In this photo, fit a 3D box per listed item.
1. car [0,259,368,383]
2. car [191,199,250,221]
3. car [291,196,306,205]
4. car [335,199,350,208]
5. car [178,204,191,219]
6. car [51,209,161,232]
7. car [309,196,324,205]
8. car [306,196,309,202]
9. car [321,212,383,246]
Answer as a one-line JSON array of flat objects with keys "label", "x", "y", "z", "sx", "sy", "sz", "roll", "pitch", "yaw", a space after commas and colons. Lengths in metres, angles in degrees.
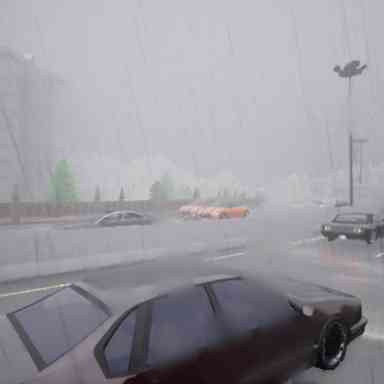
[{"label": "car", "x": -0.072, "y": 1.553, "z": 3.859, "sx": 5.357, "sy": 1.411, "sz": 2.033, "roll": 0, "pitch": 0, "yaw": -37}, {"label": "car", "x": 2.447, "y": 1.400, "z": 25.264, "sx": 2.097, "sy": 1.767, "sz": 4.553, "roll": 0, "pitch": 0, "yaw": 42}, {"label": "car", "x": 20.297, "y": 1.531, "z": 64.521, "sx": 2.097, "sy": 1.767, "sz": 4.553, "roll": -1, "pitch": 0, "yaw": 15}, {"label": "car", "x": 21.009, "y": 1.651, "z": 46.360, "sx": 1.895, "sy": 1.301, "sz": 4.718, "roll": -1, "pitch": 0, "yaw": 26}, {"label": "car", "x": 0.916, "y": 1.422, "z": 28.767, "sx": 2.097, "sy": 1.767, "sz": 4.553, "roll": -1, "pitch": 0, "yaw": 42}, {"label": "car", "x": -3.640, "y": 1.531, "z": 14.727, "sx": 4.902, "sy": 1.511, "sz": 2.128, "roll": 0, "pitch": 0, "yaw": -40}, {"label": "car", "x": 22.669, "y": 1.650, "z": 60.201, "sx": 1.812, "sy": 1.442, "sz": 4.674, "roll": -1, "pitch": 0, "yaw": 18}, {"label": "car", "x": 30.181, "y": 1.747, "z": 86.663, "sx": 2.033, "sy": 1.411, "sz": 5.357, "roll": -1, "pitch": 0, "yaw": 4}, {"label": "car", "x": 7.854, "y": 1.589, "z": 15.426, "sx": 4.718, "sy": 1.301, "sz": 1.895, "roll": 0, "pitch": 0, "yaw": -45}]
